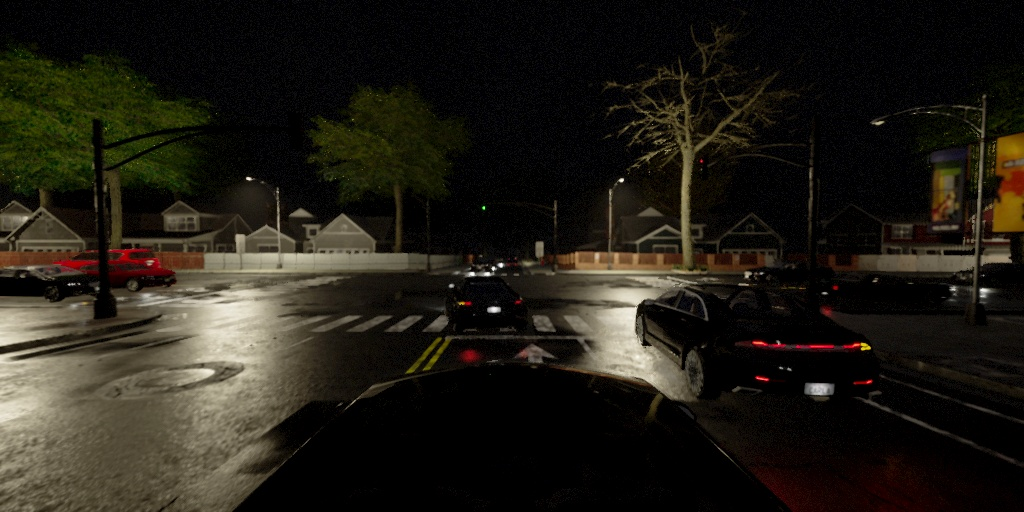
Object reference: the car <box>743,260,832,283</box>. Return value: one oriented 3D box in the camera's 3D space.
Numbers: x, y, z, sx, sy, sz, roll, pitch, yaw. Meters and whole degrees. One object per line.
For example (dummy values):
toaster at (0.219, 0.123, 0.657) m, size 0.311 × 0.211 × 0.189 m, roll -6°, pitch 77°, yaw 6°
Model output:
car at (17.178, 1.037, 22.393) m, size 4.902 × 1.511 × 2.128 m, roll 0°, pitch 2°, yaw 2°

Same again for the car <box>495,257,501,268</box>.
car at (-2.977, 0.826, 48.923) m, size 2.033 × 1.411 × 5.357 m, roll 0°, pitch 0°, yaw 1°

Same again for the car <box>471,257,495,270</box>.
car at (-3.125, 0.859, 37.389) m, size 1.812 × 1.442 × 4.674 m, roll 0°, pitch 0°, yaw 1°

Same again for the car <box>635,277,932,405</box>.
car at (3.581, 1.239, 6.334) m, size 2.128 × 1.511 × 4.902 m, roll 0°, pitch 0°, yaw 5°

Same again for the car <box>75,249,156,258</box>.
car at (-25.462, 0.614, 22.504) m, size 5.566 × 2.045 × 2.150 m, roll 0°, pitch 2°, yaw 0°

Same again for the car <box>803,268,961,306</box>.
car at (16.220, 1.393, 15.952) m, size 4.718 × 1.301 × 1.895 m, roll 0°, pitch 2°, yaw 2°

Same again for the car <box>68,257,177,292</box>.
car at (-20.807, 1.018, 19.058) m, size 5.008 × 1.535 × 1.882 m, roll 0°, pitch 2°, yaw 0°

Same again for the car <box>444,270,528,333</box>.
car at (-0.939, 1.310, 10.914) m, size 1.994 × 1.385 × 4.181 m, roll 0°, pitch 0°, yaw -14°

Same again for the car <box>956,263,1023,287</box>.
car at (30.514, 1.137, 22.377) m, size 4.674 × 1.442 × 1.812 m, roll 0°, pitch 2°, yaw 0°

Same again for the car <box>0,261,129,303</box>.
car at (-20.640, 1.158, 15.809) m, size 4.902 × 1.511 × 2.128 m, roll 0°, pitch 2°, yaw 0°
